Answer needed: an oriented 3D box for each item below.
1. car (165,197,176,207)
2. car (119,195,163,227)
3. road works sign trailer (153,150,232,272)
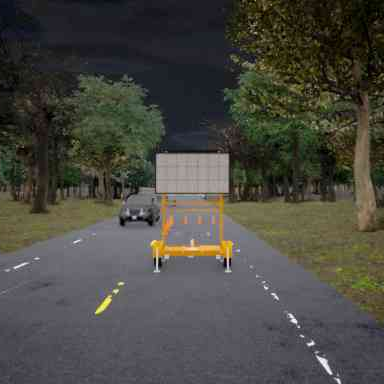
[{"bbox_3d":[-3.407,1.465,50.105,1.837,1.490,4.892,0,0,0],"label":"car"},{"bbox_3d":[-3.557,1.216,23.315,2.150,2.045,5.566,0,0,0],"label":"car"},{"bbox_3d":[0.019,0.464,10.721,2.380,3.560,2.880,0,0,0],"label":"road works sign trailer"}]
